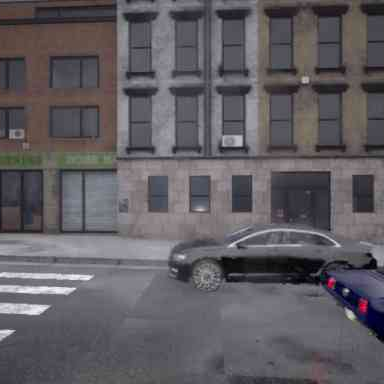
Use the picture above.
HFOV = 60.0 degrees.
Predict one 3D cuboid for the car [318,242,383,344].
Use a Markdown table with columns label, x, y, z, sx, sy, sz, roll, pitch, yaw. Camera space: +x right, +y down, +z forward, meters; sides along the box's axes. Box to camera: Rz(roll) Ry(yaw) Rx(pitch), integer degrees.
| label | x | y | z | sx | sy | sz | roll | pitch | yaw |
| --- | --- | --- | --- | --- | --- | --- | --- | --- | --- |
| car | 4.696 | 1.676 | 5.097 | 4.718 | 1.301 | 1.895 | 1 | 0 | 3 |

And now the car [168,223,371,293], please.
| label | x | y | z | sx | sy | sz | roll | pitch | yaw |
| --- | --- | --- | --- | --- | --- | --- | --- | --- | --- |
| car | 1.872 | 1.528 | 8.205 | 4.902 | 1.511 | 2.128 | 1 | 0 | 3 |
